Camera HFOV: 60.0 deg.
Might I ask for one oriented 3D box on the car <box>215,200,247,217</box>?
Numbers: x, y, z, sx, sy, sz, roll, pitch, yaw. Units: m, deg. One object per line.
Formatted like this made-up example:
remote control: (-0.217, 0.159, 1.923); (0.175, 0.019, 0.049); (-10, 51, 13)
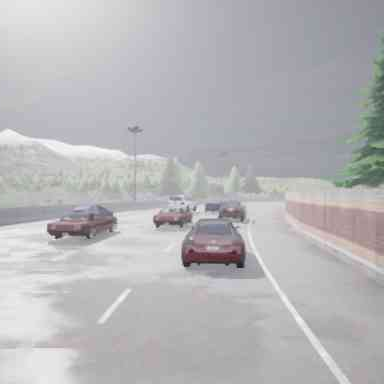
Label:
car: (3.582, 1.512, 28.729); (2.097, 1.767, 4.553); (0, 0, 13)

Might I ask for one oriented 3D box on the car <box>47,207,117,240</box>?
car: (-5.578, 1.694, 17.655); (1.895, 1.301, 4.718); (0, 0, 7)

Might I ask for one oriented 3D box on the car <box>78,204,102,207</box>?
car: (-7.782, 1.662, 25.802); (1.812, 1.442, 4.674); (0, 0, 10)

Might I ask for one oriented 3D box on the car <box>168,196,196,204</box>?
car: (-1.077, 1.430, 38.575); (2.150, 2.045, 5.566); (0, -1, 17)

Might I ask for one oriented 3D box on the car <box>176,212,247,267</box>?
car: (0.787, 1.629, 11.711); (1.994, 1.385, 4.181); (0, 0, 5)

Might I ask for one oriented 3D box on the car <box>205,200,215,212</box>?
car: (2.918, 1.697, 39.601); (1.882, 1.535, 5.008); (0, -1, 17)

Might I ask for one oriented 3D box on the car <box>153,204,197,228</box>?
car: (-1.180, 1.727, 23.137); (1.895, 1.301, 4.718); (0, 0, 10)
